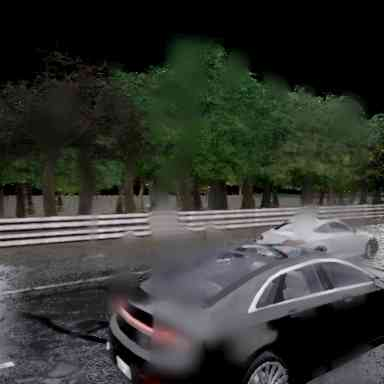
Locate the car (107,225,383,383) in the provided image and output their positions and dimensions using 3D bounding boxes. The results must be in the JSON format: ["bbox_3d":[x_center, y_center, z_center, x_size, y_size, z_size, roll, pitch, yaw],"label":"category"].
[{"bbox_3d":[1.318,1.496,4.642,4.902,1.511,2.128,0,0,-35],"label":"car"}]

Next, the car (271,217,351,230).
[{"bbox_3d":[4.174,1.538,10.892,4.674,1.442,1.812,0,0,-35],"label":"car"}]
